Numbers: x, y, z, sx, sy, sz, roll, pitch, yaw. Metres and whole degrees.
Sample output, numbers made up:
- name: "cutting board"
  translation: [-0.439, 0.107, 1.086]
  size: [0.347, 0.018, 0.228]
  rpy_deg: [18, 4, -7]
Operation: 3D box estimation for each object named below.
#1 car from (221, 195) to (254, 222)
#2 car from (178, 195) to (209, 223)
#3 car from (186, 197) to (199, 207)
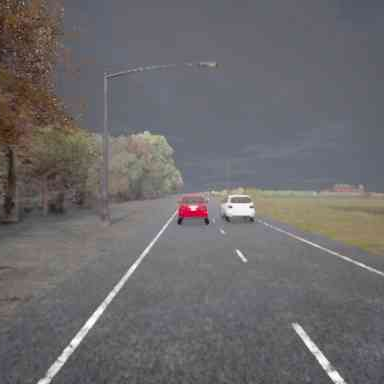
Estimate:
- name: "car"
  translation: [3.598, 1.250, 26.968]
  size: [2.150, 2.045, 5.566]
  rpy_deg: [0, 0, 0]
- name: "car"
  translation: [0.099, 1.248, 25.609]
  size: [2.150, 2.045, 5.566]
  rpy_deg: [0, 0, 0]
- name: "car"
  translation: [0.097, 1.606, 53.243]
  size: [1.994, 1.385, 4.181]
  rpy_deg: [0, 0, 0]
